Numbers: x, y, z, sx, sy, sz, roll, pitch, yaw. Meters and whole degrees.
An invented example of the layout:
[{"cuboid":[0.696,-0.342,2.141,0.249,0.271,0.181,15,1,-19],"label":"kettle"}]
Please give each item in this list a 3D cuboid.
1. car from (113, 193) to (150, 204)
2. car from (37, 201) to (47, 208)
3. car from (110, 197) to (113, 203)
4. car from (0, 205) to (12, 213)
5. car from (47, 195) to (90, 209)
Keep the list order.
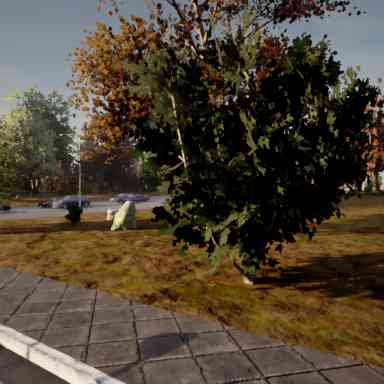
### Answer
[{"cuboid":[-8.807,0.959,50.907,2.033,1.411,5.357,0,3,39],"label":"car"},{"cuboid":[-18.000,1.374,45.133,2.033,1.411,5.357,0,2,39],"label":"car"},{"cuboid":[-11.077,0.915,53.647,1.812,1.442,4.674,0,3,39],"label":"car"},{"cuboid":[-21.777,1.646,34.907,1.895,1.301,4.718,0,1,39],"label":"car"},{"cuboid":[-15.500,1.178,42.656,2.097,1.767,4.553,0,2,39],"label":"car"}]
